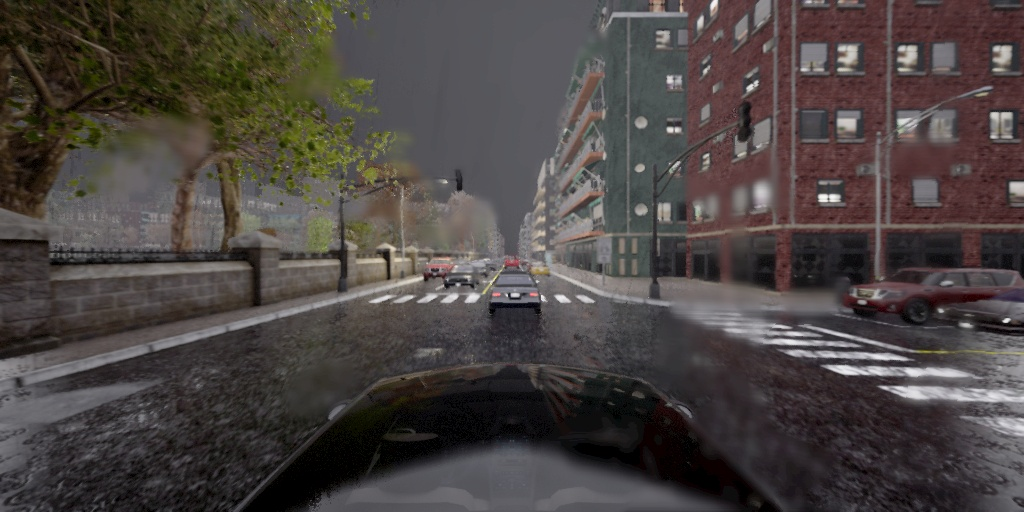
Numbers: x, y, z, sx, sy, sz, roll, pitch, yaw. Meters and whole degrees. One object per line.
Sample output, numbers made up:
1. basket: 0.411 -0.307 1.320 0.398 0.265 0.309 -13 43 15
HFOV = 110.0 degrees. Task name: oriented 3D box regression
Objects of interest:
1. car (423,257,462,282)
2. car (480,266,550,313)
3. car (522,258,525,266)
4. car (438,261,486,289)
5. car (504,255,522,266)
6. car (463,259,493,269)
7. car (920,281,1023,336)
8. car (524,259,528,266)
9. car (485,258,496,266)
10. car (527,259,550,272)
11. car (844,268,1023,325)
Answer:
1. car: -5.689 1.031 28.978 2.192 1.841 5.009 0 0 0
2. car: 0.101 1.281 13.852 2.033 1.411 5.357 0 0 0
3. car: 2.692 1.254 45.585 2.007 1.370 4.403 0 0 0
4. car: -3.092 1.270 23.295 2.033 1.411 5.357 0 0 0
5. car: 0.003 0.919 53.907 2.150 2.045 5.566 0 0 0
6. car: -3.091 1.239 33.310 1.812 1.442 4.674 0 0 1
7. car: 15.084 1.579 9.800 5.357 1.411 2.033 1 0 0
8. car: 2.692 1.252 40.049 1.888 1.381 4.507 0 0 0
9. car: -3.061 1.250 47.293 2.033 1.411 5.357 0 0 1
10. car: 2.691 1.237 34.684 1.751 1.417 4.829 0 0 0
11. car: 14.599 1.323 12.393 5.009 1.841 2.192 0 0 0
